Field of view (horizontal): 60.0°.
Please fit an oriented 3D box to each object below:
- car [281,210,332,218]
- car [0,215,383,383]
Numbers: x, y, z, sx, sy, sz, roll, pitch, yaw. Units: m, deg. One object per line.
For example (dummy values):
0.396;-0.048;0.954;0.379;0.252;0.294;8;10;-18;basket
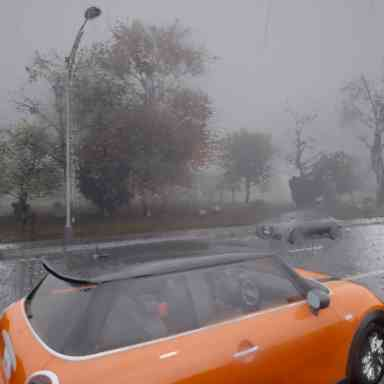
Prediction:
4.947;1.533;15.279;4.181;1.385;1.994;0;0;-30;car
0.315;1.342;3.794;4.553;1.767;2.097;0;0;-35;car
